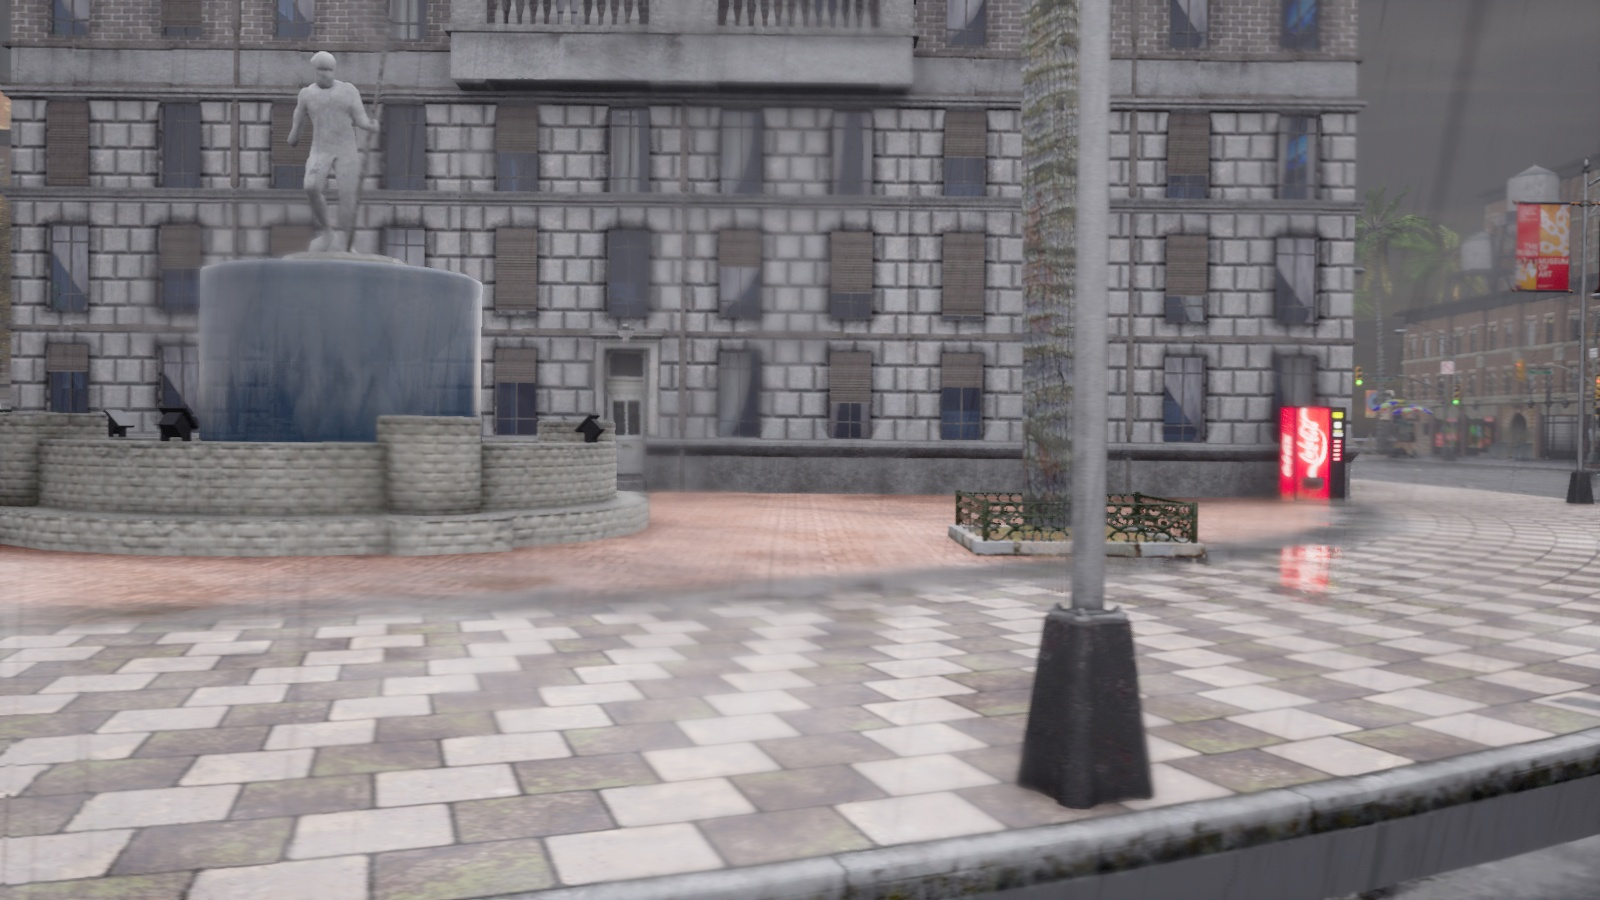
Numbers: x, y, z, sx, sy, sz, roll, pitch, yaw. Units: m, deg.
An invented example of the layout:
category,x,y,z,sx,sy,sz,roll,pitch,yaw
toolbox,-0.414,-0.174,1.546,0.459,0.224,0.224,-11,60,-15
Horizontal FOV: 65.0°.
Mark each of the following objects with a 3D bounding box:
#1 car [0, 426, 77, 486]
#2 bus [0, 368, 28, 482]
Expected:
category,x,y,z,sx,sy,sz,roll,pitch,yaw
car,-28.154,0.184,44.253,2.150,2.045,5.566,-1,1,0
bus,-31.653,-0.858,43.079,3.944,4.253,10.273,-1,1,0
